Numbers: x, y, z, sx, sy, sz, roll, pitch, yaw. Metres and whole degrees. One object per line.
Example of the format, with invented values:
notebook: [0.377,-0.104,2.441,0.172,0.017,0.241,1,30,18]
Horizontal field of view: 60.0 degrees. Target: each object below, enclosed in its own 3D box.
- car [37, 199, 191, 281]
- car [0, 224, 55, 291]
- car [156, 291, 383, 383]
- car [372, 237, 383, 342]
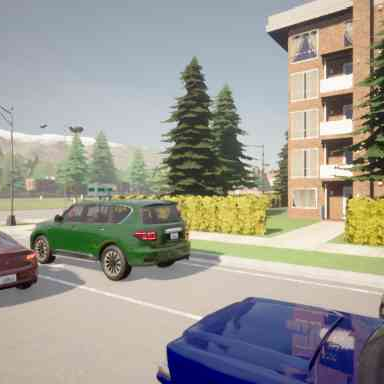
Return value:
car: [-2.628,1.221,10.103,5.566,2.045,2.150,0,0,36]
car: [-5.432,1.526,7.810,4.674,1.442,1.812,0,0,36]
car: [2.008,1.601,2.564,4.718,1.301,1.895,0,0,35]
car: [5.044,1.564,4.698,4.181,1.385,1.994,0,0,35]
